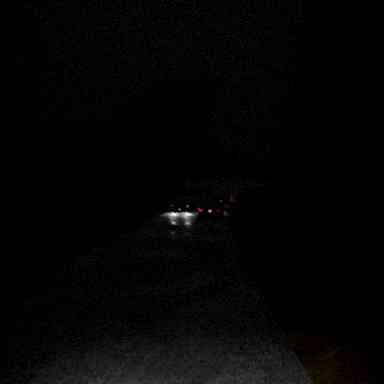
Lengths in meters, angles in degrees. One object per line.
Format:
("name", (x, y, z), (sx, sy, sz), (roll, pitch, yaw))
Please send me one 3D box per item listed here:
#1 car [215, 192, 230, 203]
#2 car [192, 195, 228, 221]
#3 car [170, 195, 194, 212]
("car", (3.828, 0.646, 41.883), (1.895, 1.301, 4.718), (1, 3, 9))
("car", (1.447, 1.258, 24.582), (2.033, 1.411, 5.357), (0, 2, 6))
("car", (-0.742, 1.031, 31.375), (2.033, 1.411, 5.357), (1, 2, 7))
